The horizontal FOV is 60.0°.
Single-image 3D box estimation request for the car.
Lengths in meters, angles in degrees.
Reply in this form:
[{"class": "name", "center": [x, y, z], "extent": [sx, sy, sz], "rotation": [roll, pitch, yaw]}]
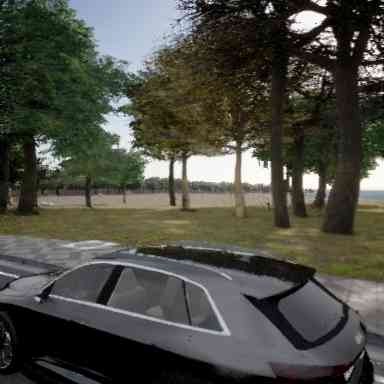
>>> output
[{"class": "car", "center": [-0.574, 1.423, 3.975], "extent": [4.856, 1.649, 2.033], "rotation": [0, 0, 35]}]
